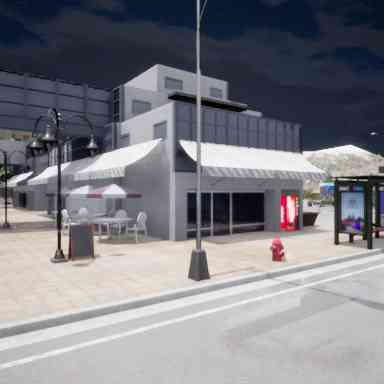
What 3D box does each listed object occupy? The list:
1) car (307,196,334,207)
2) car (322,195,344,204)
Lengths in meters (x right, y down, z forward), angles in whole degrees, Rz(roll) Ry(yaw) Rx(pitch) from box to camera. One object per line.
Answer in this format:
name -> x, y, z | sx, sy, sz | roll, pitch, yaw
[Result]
car -> 19.184, 1.344, 48.811 | 5.027, 1.636, 2.152 | 0, 0, -36
car -> 28.470, 1.488, 66.923 | 4.514, 1.523, 2.007 | 0, 0, -36
